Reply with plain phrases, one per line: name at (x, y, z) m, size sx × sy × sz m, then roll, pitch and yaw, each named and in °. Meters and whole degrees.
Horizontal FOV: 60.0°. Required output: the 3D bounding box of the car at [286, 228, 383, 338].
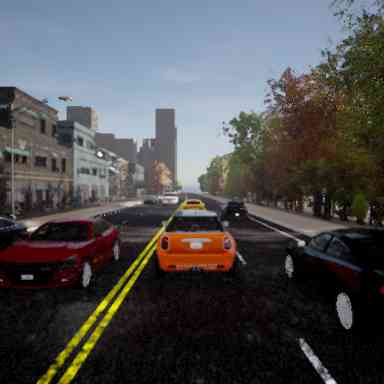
car at (3.351, 1.458, 6.682) m, size 1.882 × 1.535 × 5.008 m, roll 0°, pitch 0°, yaw 0°

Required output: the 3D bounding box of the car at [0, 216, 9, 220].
car at (-6.596, 1.464, 9.648) m, size 2.128 × 1.511 × 4.902 m, roll 0°, pitch 0°, yaw 0°

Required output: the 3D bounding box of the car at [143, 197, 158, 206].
car at (-6.543, 1.411, 52.554) m, size 1.994 × 1.385 × 4.181 m, roll 0°, pitch 0°, yaw 0°

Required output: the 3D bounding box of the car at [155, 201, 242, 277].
car at (0.105, 1.322, 10.331) m, size 2.097 × 1.767 × 4.553 m, roll 0°, pitch 0°, yaw 0°

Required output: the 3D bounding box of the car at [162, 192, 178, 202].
car at (-3.299, 1.072, 51.560) m, size 2.150 × 2.045 × 5.566 m, roll 0°, pitch 0°, yaw 0°

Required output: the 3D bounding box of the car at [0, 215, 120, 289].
car at (-3.346, 1.451, 9.258) m, size 1.882 × 1.535 × 5.008 m, roll 0°, pitch 0°, yaw 0°

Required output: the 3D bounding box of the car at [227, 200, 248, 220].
car at (3.363, 1.426, 27.105) m, size 1.837 × 1.490 × 4.892 m, roll 0°, pitch 0°, yaw 0°
